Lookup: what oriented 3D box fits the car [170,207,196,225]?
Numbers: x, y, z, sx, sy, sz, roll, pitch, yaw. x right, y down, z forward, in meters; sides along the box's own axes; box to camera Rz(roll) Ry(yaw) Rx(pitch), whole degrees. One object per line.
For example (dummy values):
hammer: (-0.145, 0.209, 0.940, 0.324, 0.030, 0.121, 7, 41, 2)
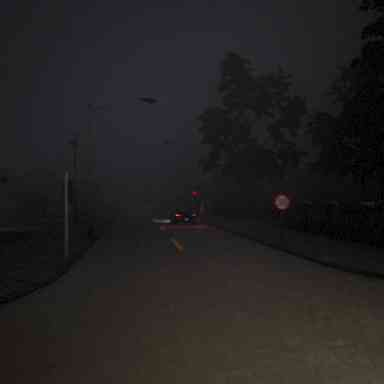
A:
car: (-0.789, 2.025, 28.726, 1.812, 1.442, 4.674, 0, -1, -9)
